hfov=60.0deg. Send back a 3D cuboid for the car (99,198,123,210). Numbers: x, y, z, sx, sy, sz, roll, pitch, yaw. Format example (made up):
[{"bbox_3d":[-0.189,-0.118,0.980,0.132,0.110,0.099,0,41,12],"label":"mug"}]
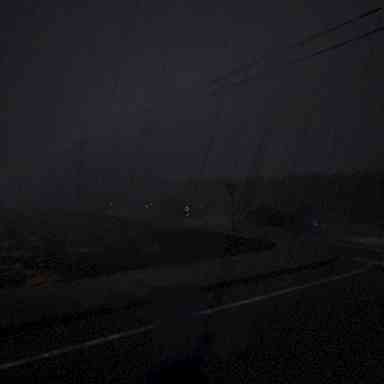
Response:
[{"bbox_3d":[-10.635,1.525,43.364,1.837,1.490,4.892,0,0,-34],"label":"car"}]

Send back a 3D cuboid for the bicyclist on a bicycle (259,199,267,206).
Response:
[{"bbox_3d":[6.584,1.457,30.708,1.656,1.620,0.582,-1,1,-35],"label":"bicyclist on a bicycle"}]

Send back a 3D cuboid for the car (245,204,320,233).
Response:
[{"bbox_3d":[5.324,1.509,20.044,2.128,1.511,4.902,0,0,-35],"label":"car"}]

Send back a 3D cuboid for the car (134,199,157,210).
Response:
[{"bbox_3d":[-5.723,1.564,42.537,2.033,1.411,5.357,0,0,-32],"label":"car"}]

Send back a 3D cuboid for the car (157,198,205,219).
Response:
[{"bbox_3d":[-0.823,1.370,28.960,2.097,1.767,4.553,0,0,-35],"label":"car"}]
